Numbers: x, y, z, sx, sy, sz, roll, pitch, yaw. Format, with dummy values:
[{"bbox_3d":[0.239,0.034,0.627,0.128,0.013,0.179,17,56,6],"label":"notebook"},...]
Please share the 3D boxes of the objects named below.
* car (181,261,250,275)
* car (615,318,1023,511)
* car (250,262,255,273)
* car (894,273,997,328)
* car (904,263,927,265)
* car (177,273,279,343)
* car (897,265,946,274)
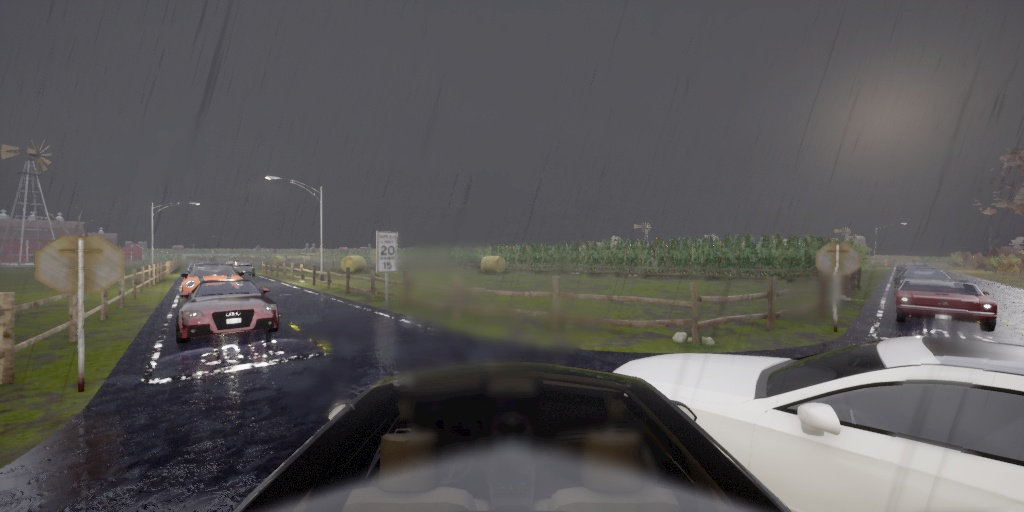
[{"bbox_3d":[-13.685,1.137,16.449,2.097,1.767,4.553,0,0,-42],"label":"car"},{"bbox_3d":[2.842,1.294,2.346,1.812,1.442,4.674,0,1,-44],"label":"car"},{"bbox_3d":[-26.912,1.276,35.705,2.128,1.511,4.902,0,0,-41],"label":"car"},{"bbox_3d":[13.539,1.395,11.387,4.718,1.301,1.895,0,1,-43],"label":"car"},{"bbox_3d":[27.396,1.393,24.178,4.181,1.385,1.994,0,1,-43],"label":"car"},{"bbox_3d":[-7.922,1.353,9.954,1.994,1.385,4.181,0,0,-42],"label":"car"},{"bbox_3d":[20.629,1.358,17.937,5.357,1.411,2.033,0,1,-43],"label":"car"}]
